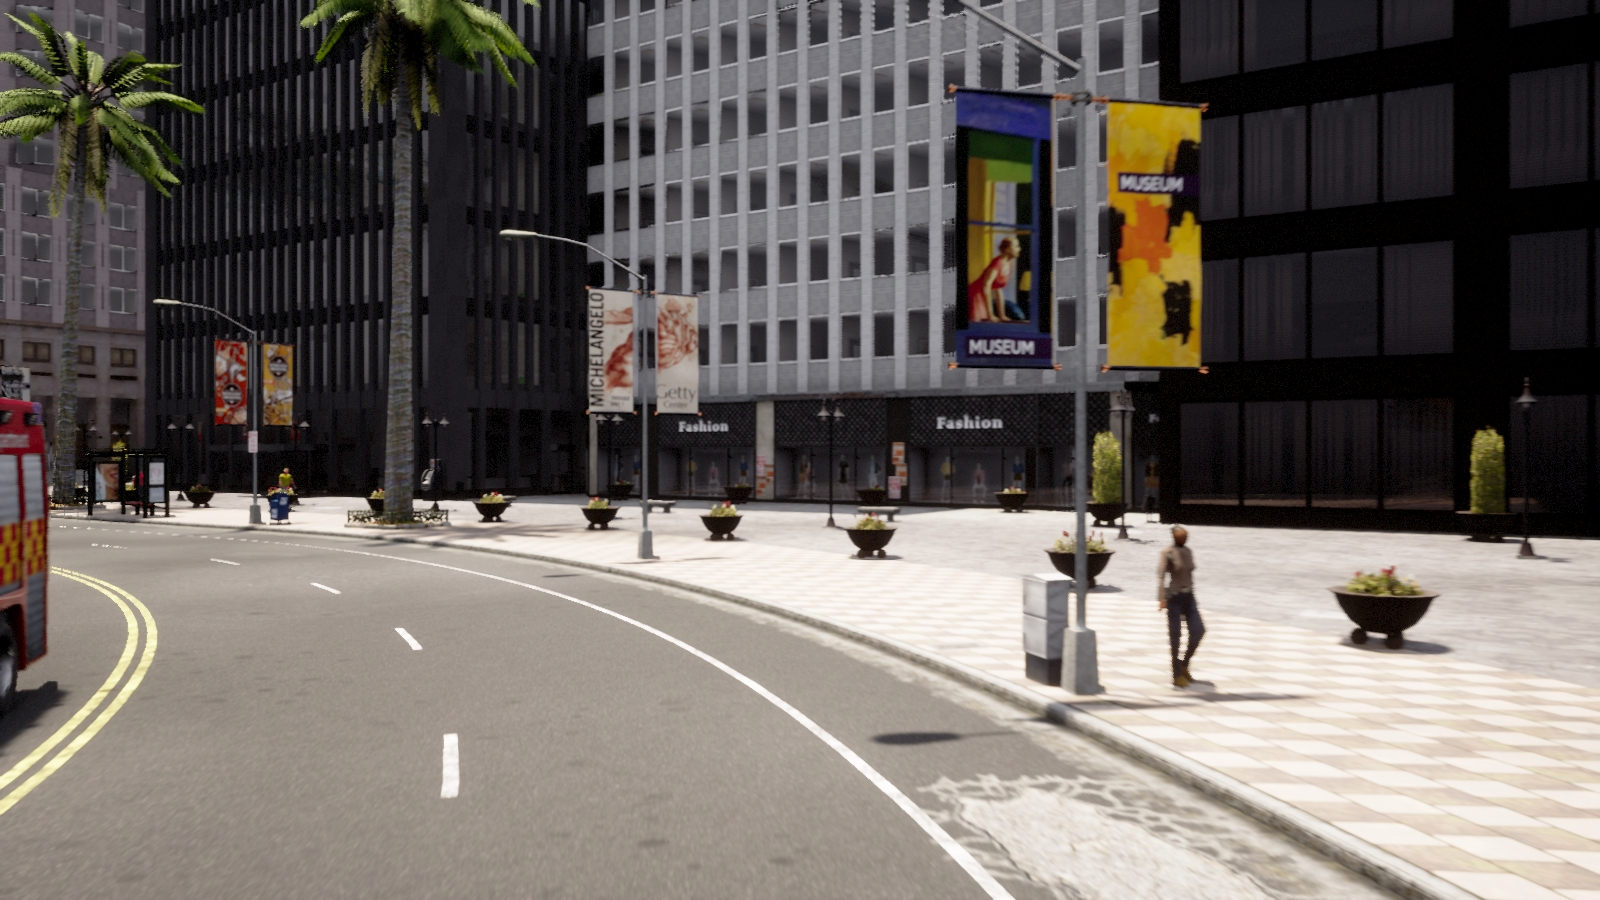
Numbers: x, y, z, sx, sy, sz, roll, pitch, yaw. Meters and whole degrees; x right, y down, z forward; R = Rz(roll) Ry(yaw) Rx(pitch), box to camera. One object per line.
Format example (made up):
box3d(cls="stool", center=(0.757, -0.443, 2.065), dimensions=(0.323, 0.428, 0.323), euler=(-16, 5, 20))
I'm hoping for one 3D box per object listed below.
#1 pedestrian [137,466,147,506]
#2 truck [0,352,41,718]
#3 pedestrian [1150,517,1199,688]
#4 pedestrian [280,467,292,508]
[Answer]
box3d(cls="pedestrian", center=(-31.051, 1.709, 53.923), dimensions=(0.375, 1.860, 0.375), euler=(0, 0, -22))
box3d(cls="truck", center=(-8.786, 0.894, 9.013), dimensions=(2.891, 3.827, 8.468), euler=(0, 0, -21))
box3d(cls="pedestrian", center=(4.196, 1.694, 12.812), dimensions=(0.375, 1.860, 0.375), euler=(0, 0, -18))
box3d(cls="pedestrian", center=(-23.653, 1.714, 52.556), dimensions=(0.375, 1.860, 0.375), euler=(0, 0, 37))
